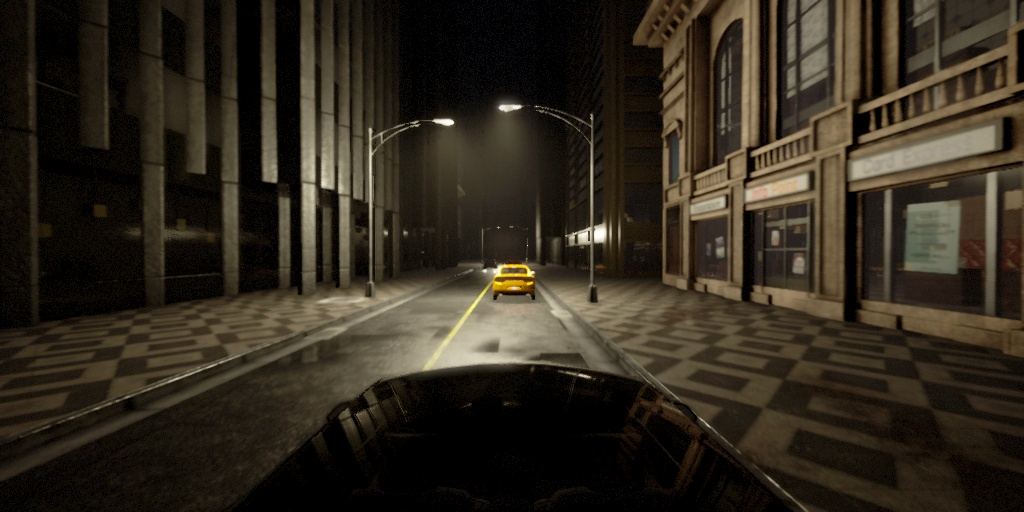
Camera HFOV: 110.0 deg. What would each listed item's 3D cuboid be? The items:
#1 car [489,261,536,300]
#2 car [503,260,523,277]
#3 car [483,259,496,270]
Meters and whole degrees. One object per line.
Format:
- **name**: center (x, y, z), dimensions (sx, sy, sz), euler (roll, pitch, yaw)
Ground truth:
- **car**: center (0.101, 1.169, 17.434), dimensions (1.882, 1.535, 5.008), euler (0, 0, 0)
- **car**: center (0.105, 1.172, 35.251), dimensions (1.812, 1.442, 4.674), euler (0, 0, 0)
- **car**: center (-2.992, 1.166, 50.299), dimensions (2.033, 1.411, 5.357), euler (0, 0, 0)
